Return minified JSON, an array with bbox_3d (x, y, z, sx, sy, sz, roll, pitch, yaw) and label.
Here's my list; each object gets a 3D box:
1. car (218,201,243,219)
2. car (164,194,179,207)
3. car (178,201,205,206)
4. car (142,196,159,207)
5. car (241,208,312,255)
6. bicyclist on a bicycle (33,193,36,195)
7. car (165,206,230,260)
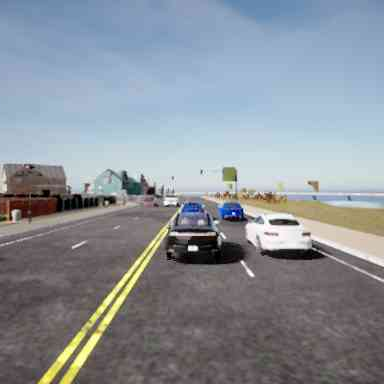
[{"bbox_3d":[3.312,1.549,28.815,1.882,1.535,5.008,0,0,0],"label":"car"},{"bbox_3d":[-3.263,1.373,53.631,2.150,2.045,5.566,0,0,0],"label":"car"},{"bbox_3d":[0.063,1.549,28.821,1.882,1.535,5.008,0,0,0],"label":"car"},{"bbox_3d":[-6.528,1.497,52.500,2.097,1.767,4.553,0,0,1],"label":"car"},{"bbox_3d":[3.305,1.555,13.304,1.812,1.442,4.674,0,0,0],"label":"car"},{"bbox_3d":[-29.596,0.973,62.529,0.582,1.620,1.656,1,0,-35],"label":"bicyclist on a bicycle"},{"bbox_3d":[0.049,1.520,12.596,2.128,1.511,4.902,0,0,1],"label":"car"}]
